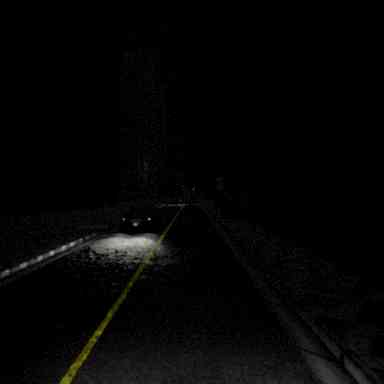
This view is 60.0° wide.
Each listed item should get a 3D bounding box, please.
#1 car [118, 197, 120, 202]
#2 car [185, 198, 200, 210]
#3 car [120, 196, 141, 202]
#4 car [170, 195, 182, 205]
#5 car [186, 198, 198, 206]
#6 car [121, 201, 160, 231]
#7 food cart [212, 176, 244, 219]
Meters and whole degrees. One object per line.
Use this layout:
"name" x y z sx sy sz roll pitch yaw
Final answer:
"car" -19.024 1.963 83.721 4.313 1.339 1.947 0 -2 0
"car" 0.045 1.647 44.523 2.033 1.411 5.357 0 0 1
"car" -13.557 1.580 75.212 4.097 1.590 1.967 0 -2 -1
"car" -3.023 1.569 64.393 2.097 1.767 4.553 0 0 0
"car" -0.011 1.718 58.797 1.994 1.385 4.181 0 0 0
"car" -3.104 1.522 20.712 2.128 1.511 4.902 0 0 0
"food cart" 3.081 0.518 29.864 2.280 3.560 4.660 -2 -2 0
